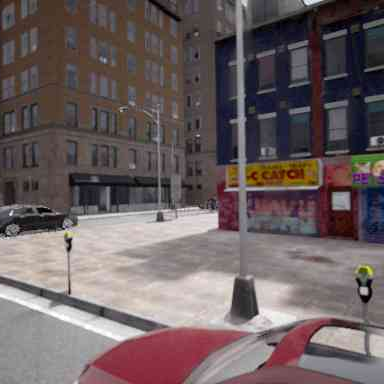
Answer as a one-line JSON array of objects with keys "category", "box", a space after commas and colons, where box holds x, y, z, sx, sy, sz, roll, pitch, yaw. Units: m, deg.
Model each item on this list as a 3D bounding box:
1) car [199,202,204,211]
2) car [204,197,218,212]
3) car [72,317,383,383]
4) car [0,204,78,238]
[{"category": "car", "box": [2.687, 1.297, 37.478, 1.812, 1.442, 4.674, -1, 0, 36]}, {"category": "car", "box": [3.734, 1.220, 33.893, 2.128, 1.511, 4.902, -1, 0, 36]}, {"category": "car", "box": [0.898, 1.582, 2.184, 4.206, 1.307, 1.802, 0, -1, 35]}, {"category": "car", "box": [-8.257, 1.398, 17.166, 1.837, 1.490, 4.892, -1, 0, 36]}]
